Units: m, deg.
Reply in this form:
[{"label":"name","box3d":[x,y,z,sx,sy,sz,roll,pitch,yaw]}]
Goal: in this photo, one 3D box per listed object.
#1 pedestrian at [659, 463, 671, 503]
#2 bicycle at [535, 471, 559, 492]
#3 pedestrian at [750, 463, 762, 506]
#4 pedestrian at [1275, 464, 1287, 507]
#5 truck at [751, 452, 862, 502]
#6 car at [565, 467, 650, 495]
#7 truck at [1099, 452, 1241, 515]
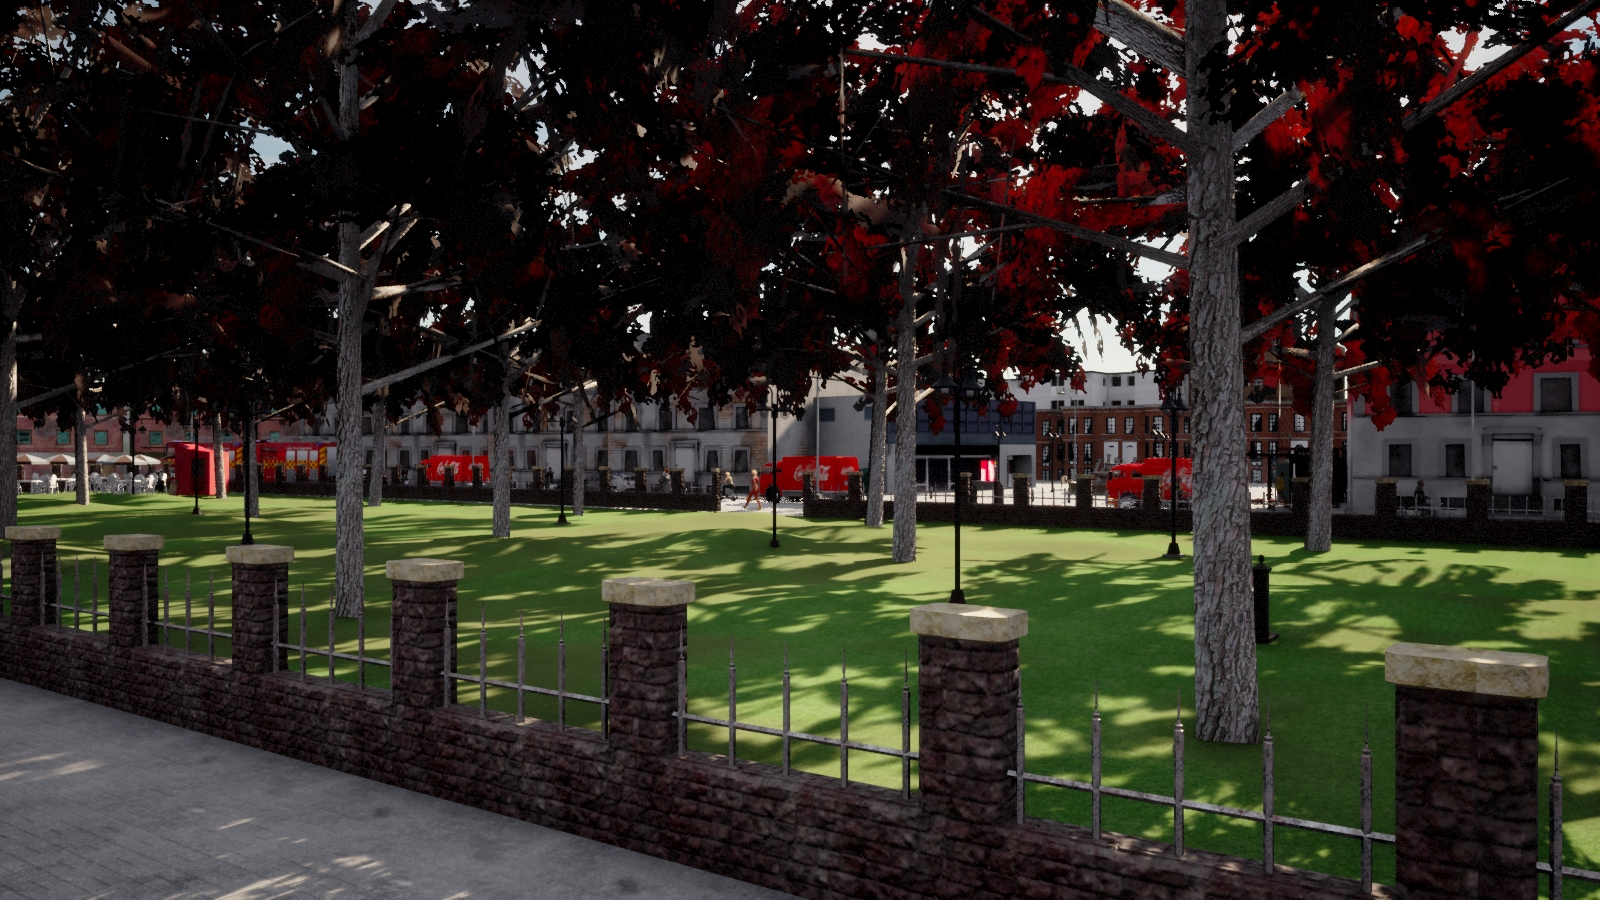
[{"label":"pedestrian","box3d":[-6.320,1.525,53.463,0.375,1.860,0.375,0,0,35]},{"label":"bicycle","box3d":[-15.681,1.940,70.806,1.835,1.271,0.329,0,0,35]},{"label":"pedestrian","box3d":[-1.960,1.522,50.508,0.375,1.860,0.375,0,0,31]},{"label":"pedestrian","box3d":[20.830,1.524,49.484,0.375,1.860,0.375,0,0,37]},{"label":"truck","box3d":[0.321,1.347,59.555,5.204,2.467,2.627,0,0,35]},{"label":"car","box3d":[-11.432,1.827,67.802,4.902,1.511,2.128,0,0,35]},{"label":"truck","box3d":[15.738,1.359,48.713,5.204,2.467,2.627,1,1,35]}]
